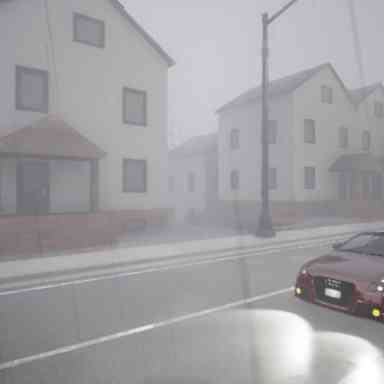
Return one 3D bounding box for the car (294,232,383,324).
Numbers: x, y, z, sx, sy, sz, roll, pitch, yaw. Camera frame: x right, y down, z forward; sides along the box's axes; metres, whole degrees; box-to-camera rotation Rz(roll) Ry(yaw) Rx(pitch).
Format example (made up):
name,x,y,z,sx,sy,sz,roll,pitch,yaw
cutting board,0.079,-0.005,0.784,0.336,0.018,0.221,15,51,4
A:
name,x,y,z,sx,sy,sz,roll,pitch,yaw
car,4.041,1.556,6.891,4.181,1.385,1.994,0,0,-36
